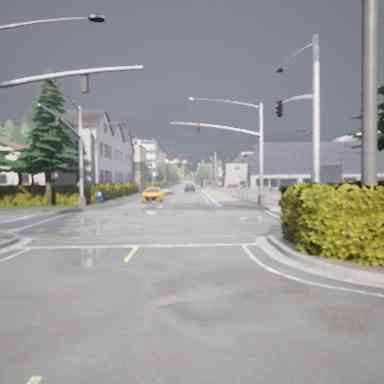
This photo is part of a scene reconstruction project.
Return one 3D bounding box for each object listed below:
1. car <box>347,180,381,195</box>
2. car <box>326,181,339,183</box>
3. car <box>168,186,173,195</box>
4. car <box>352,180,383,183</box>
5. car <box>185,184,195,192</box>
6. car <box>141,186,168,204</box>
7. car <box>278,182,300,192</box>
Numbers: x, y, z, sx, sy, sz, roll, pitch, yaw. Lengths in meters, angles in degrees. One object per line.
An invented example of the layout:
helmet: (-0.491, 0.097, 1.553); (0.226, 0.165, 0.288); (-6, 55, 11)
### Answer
car: (22.127, -0.634, 42.981); (1.932, 1.855, 4.605); (-1, 2, -1)
car: (25.120, -1.251, 60.379); (2.152, 1.636, 5.027); (-1, 2, -1)
car: (-3.875, -0.229, 50.043); (1.895, 1.301, 4.718); (-1, 2, 0)
car: (18.906, -0.325, 35.092); (1.905, 1.878, 3.866); (-1, 2, -1)
car: (-0.354, -0.730, 59.511); (2.128, 1.511, 4.902); (-1, 2, 0)
car: (-3.797, 0.277, 32.699); (1.882, 1.535, 5.008); (-1, 2, 0)
car: (15.105, -0.701, 52.937); (2.007, 1.523, 4.514); (-1, 2, -1)
